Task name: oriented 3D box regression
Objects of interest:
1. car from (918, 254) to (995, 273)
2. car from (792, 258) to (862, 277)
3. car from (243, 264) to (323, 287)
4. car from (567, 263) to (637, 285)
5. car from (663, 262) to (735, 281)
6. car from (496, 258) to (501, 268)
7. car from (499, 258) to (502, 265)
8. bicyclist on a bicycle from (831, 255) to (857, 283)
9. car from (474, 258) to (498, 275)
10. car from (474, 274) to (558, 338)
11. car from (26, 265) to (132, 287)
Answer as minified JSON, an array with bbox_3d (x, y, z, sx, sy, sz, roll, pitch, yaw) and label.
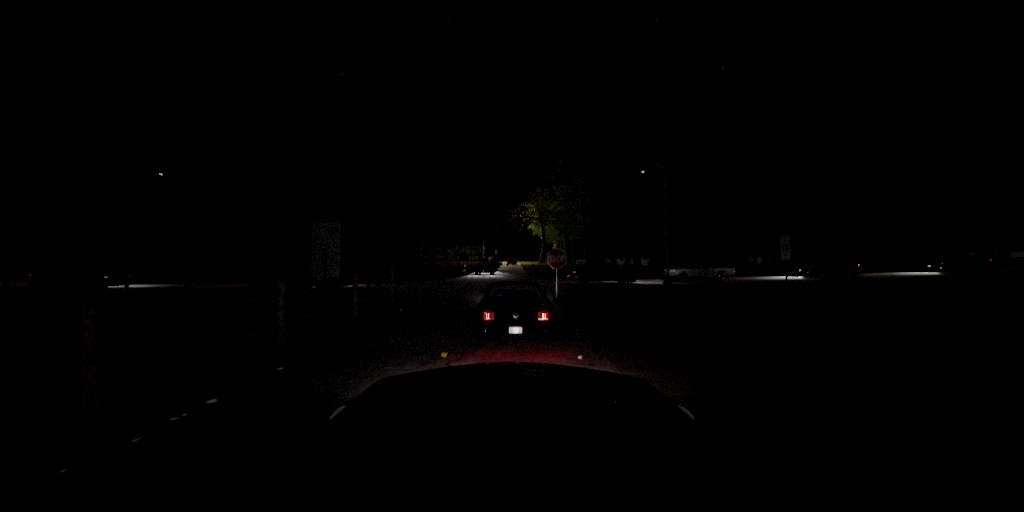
[{"bbox_3d":[34.029,0.520,27.565,4.181,1.385,1.994,-2,-1,-1],"label":"car"},{"bbox_3d":[24.086,0.869,27.509,4.181,1.385,1.994,-2,-1,0],"label":"car"},{"bbox_3d":[-15.412,1.286,24.328,4.892,1.490,1.837,0,-1,1],"label":"car"},{"bbox_3d":[6.101,1.170,24.470,4.674,1.442,1.812,-1,-1,0],"label":"car"},{"bbox_3d":[14.196,1.164,27.462,4.718,1.301,1.895,-1,-1,0],"label":"car"},{"bbox_3d":[-2.926,1.333,48.997,1.895,1.301,4.718,0,0,0],"label":"car"},{"bbox_3d":[-2.915,1.212,58.791,2.033,1.411,5.357,0,0,1],"label":"car"},{"bbox_3d":[19.856,0.778,21.508,0.582,1.620,1.656,-1,-1,0],"label":"bicyclist on a bicycle"},{"bbox_3d":[-2.948,1.296,39.949,1.812,1.442,4.674,0,0,1],"label":"car"},{"bbox_3d":[0.082,1.366,10.191,1.895,1.301,4.718,0,0,0],"label":"car"},{"bbox_3d":[-29.242,1.305,24.301,5.357,1.411,2.033,0,-1,0],"label":"car"}]
